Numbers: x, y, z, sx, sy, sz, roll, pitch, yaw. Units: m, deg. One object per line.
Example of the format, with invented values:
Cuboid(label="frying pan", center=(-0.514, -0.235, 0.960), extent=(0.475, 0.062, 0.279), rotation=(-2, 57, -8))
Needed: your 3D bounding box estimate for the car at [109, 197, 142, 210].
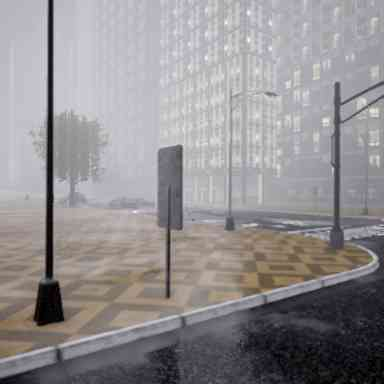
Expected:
Cuboid(label="car", center=(-7.700, 1.288, 37.188), extent=(1.994, 1.385, 4.181), rotation=(0, 0, -37))

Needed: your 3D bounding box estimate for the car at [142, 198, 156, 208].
Cuboid(label="car", center=(-6.313, 1.325, 40.765), extent=(1.895, 1.301, 4.718), rotation=(0, 0, -37))

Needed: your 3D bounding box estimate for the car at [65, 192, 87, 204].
Cuboid(label="car", center=(-17.740, 0.849, 50.815), extent=(2.097, 1.767, 4.553), rotation=(0, 0, -37))
